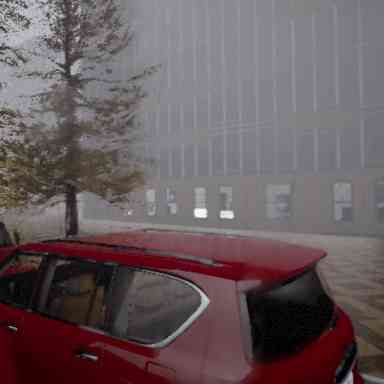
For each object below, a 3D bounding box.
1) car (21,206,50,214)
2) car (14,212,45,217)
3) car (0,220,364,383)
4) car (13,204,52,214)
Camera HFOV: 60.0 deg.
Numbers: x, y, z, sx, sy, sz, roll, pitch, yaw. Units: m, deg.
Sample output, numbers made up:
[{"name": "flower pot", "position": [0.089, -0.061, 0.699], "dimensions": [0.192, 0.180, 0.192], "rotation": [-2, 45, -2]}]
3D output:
[{"name": "car", "position": [-19.529, 2.116, 39.162], "dimensions": [1.967, 1.590, 4.097], "rotation": [-2, -2, 35]}, {"name": "car", "position": [-5.453, 1.393, 6.788], "dimensions": [5.009, 1.841, 2.192], "rotation": [-1, -1, 36]}, {"name": "car", "position": [-0.931, 1.341, 3.554], "dimensions": [5.009, 1.841, 2.192], "rotation": [-1, -1, 36]}, {"name": "car", "position": [-23.174, 2.445, 48.420], "dimensions": [1.752, 1.417, 4.829], "rotation": [-2, -2, 35]}]
